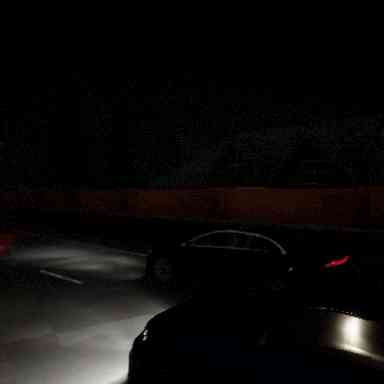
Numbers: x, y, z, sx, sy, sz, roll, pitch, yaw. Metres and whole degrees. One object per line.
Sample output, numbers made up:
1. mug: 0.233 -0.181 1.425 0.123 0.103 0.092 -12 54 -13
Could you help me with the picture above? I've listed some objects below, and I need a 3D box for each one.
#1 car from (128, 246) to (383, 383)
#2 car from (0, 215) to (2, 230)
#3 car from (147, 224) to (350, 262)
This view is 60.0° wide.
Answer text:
1. car: 1.363 1.570 3.135 4.181 1.385 1.994 0 0 36
2. car: -12.692 1.518 19.625 4.674 1.442 1.812 0 0 44
3. car: 1.049 1.500 7.712 4.902 1.511 2.128 0 0 37
